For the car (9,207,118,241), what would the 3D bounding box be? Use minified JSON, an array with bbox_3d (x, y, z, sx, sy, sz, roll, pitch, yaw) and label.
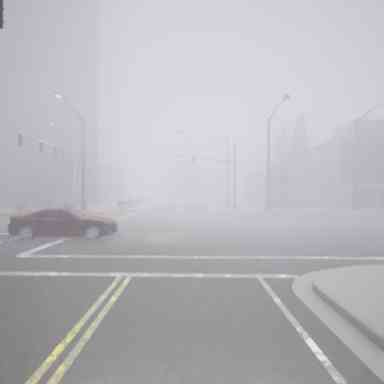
[{"bbox_3d":[-6.170,1.499,16.206,5.008,1.535,1.882,0,0,0],"label":"car"}]
